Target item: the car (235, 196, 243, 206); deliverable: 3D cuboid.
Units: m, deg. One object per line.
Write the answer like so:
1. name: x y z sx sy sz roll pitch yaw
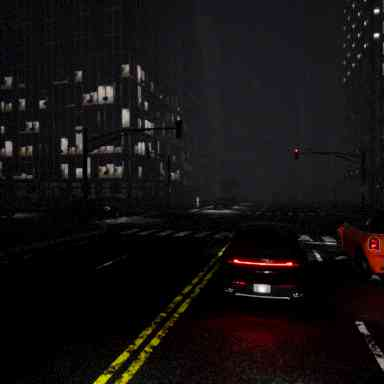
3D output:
1. car: 6.598 1.469 52.853 1.837 1.490 4.892 0 0 14

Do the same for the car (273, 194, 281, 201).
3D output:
1. car: 20.534 1.235 80.316 1.882 1.535 5.008 0 0 15

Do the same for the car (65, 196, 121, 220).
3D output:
1. car: -8.074 1.256 27.317 4.553 1.767 2.097 1 1 20

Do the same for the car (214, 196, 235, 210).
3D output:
1. car: 4.017 1.501 42.894 1.812 1.442 4.674 0 0 14

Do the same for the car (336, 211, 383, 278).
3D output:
1. car: 5.753 1.347 9.974 2.097 1.767 4.553 0 0 15

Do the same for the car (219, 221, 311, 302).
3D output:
1. car: 1.878 1.501 8.380 1.837 1.490 4.892 0 0 15

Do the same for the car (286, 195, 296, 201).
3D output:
1. car: 23.680 1.464 79.498 2.033 1.411 5.357 0 0 15

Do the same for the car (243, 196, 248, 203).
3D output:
1. car: 10.124 1.474 66.178 1.812 1.442 4.674 0 0 15

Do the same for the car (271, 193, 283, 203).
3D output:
1. car: 17.927 1.157 70.260 2.150 2.045 5.566 0 0 15

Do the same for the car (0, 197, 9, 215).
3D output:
1. car: -19.814 1.266 30.976 5.008 1.535 1.882 0 1 16

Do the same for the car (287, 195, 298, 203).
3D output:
1. car: 21.093 1.463 69.503 2.128 1.511 4.902 0 0 15

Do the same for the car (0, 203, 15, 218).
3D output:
1. car: -16.696 1.434 27.286 4.313 1.339 1.947 1 1 16
